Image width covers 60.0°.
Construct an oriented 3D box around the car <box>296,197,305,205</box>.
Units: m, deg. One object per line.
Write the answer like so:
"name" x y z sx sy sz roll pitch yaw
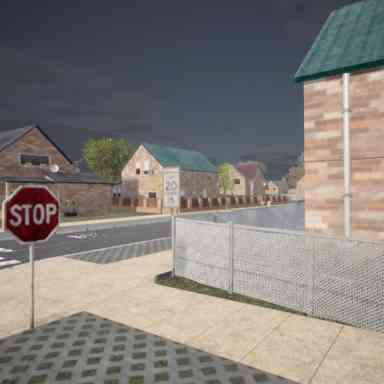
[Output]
"car" 15.881 1.423 45.603 2.033 1.411 5.357 -1 0 36
